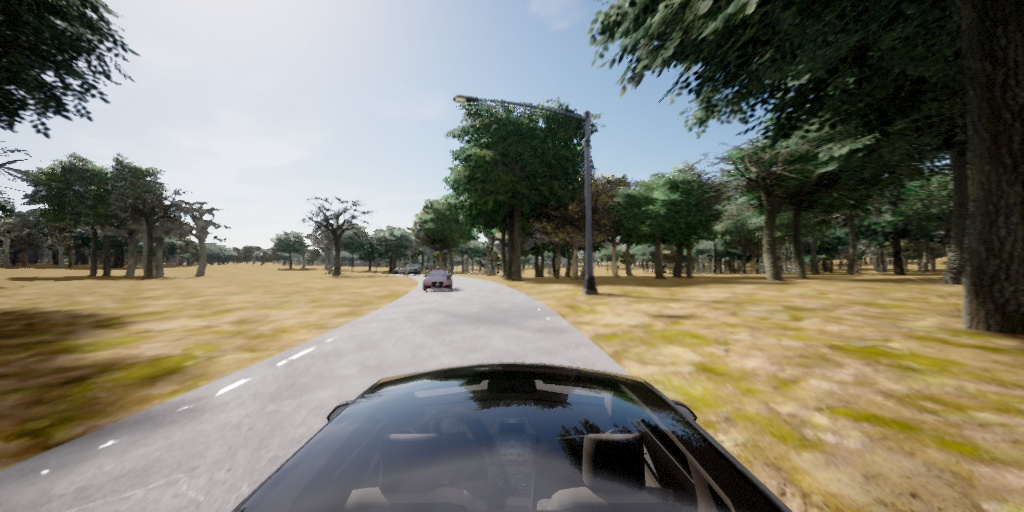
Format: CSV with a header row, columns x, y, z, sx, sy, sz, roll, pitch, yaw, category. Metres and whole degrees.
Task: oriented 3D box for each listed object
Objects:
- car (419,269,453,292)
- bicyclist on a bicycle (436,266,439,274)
x,y,z,sx,sy,sz,roll,pitch,yaw,category
-5.110,1.693,25.022,1.994,1.385,4.181,-1,-1,-10,car
-13.069,2.528,62.969,0.866,1.612,1.509,-1,-2,-26,bicyclist on a bicycle
